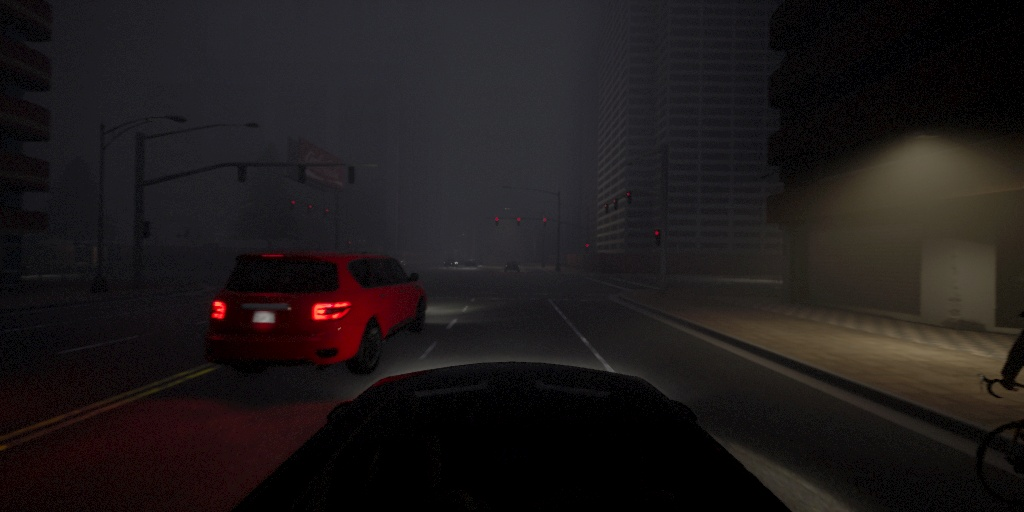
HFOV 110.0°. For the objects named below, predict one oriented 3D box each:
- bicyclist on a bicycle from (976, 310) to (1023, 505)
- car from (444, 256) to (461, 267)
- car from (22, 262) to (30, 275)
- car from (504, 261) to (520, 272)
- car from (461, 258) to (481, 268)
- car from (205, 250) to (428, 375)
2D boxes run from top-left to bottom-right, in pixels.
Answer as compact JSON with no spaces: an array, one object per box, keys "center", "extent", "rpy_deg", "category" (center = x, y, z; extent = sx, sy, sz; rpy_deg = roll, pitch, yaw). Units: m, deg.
[{"center":[4.585,1.200,2.945],"extent":[1.656,1.620,0.582],"rpy_deg":[-6,0,0],"category":"bicyclist on a bicycle"},{"center":[-10.627,1.191,62.533],"extent":[1.837,1.490,4.892],"rpy_deg":[1,0,0],"category":"car"},{"center":[-40.152,0.672,27.425],"extent":[5.008,1.535,1.882],"rpy_deg":[1,0,0],"category":"car"},{"center":[0.013,1.347,46.597],"extent":[1.812,1.442,4.674],"rpy_deg":[1,0,0],"category":"car"},{"center":[-7.123,1.341,62.524],"extent":[1.895,1.301,4.718],"rpy_deg":[1,0,0],"category":"car"},{"center":[-3.372,0.931,7.536],"extent":[2.150,2.045,5.566],"rpy_deg":[1,0,0],"category":"car"}]
